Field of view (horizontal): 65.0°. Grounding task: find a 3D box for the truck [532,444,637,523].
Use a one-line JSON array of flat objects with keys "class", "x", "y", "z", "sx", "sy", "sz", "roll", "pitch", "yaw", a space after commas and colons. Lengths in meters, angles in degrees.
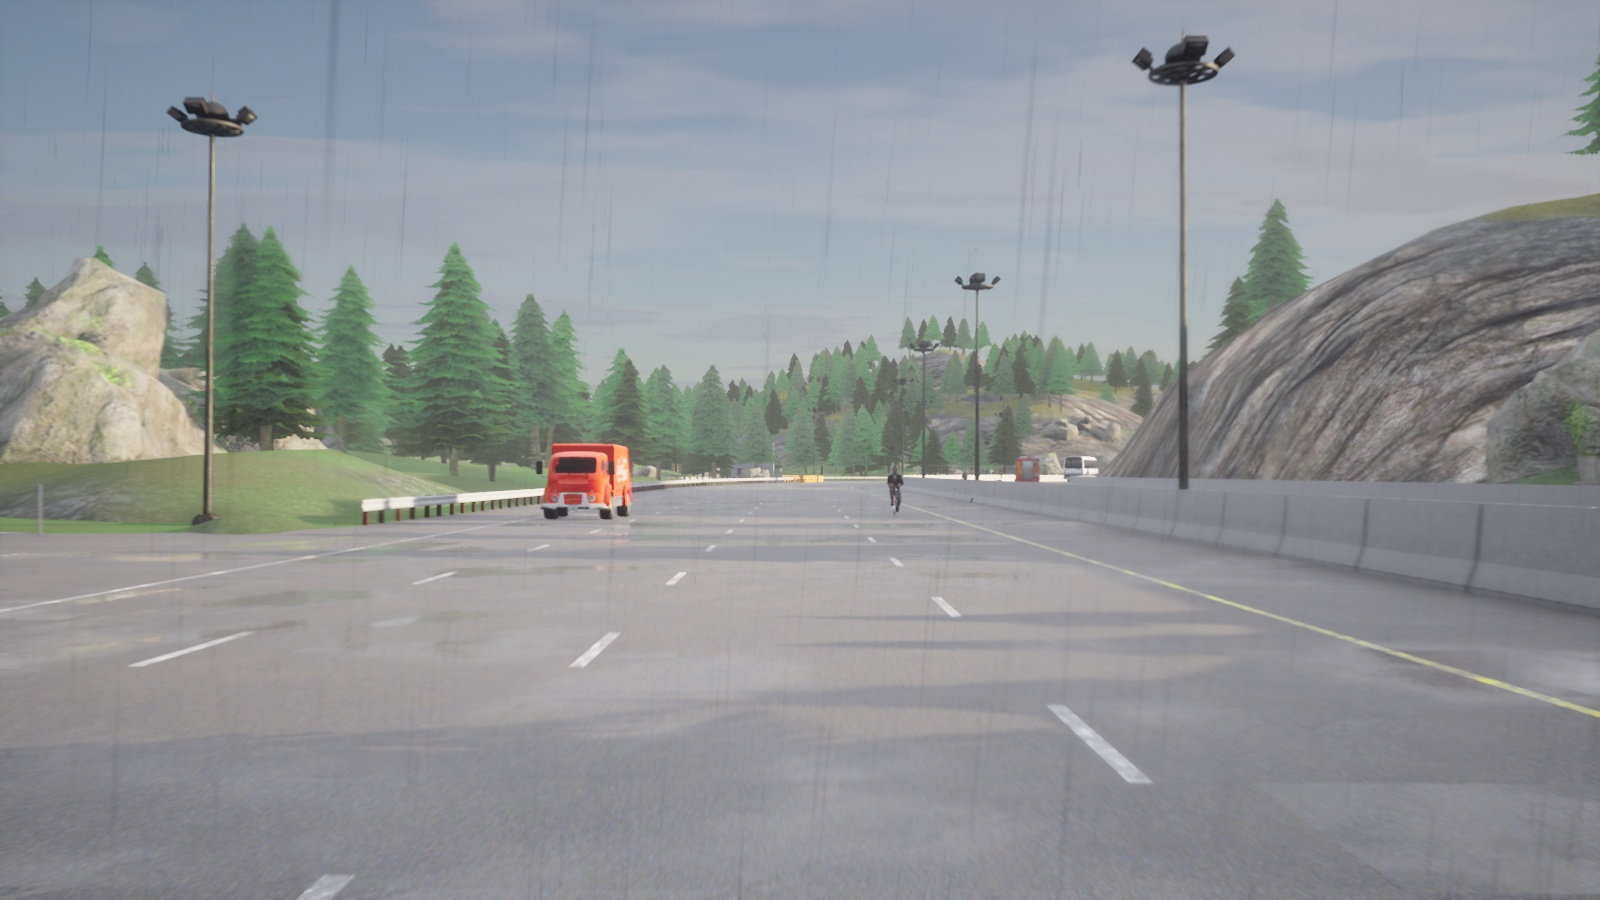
[{"class": "truck", "x": -7.106, "y": 1.099, "z": 42.060, "sx": 2.627, "sy": 2.467, "sz": 5.204, "roll": 0, "pitch": -1, "yaw": 0}]
